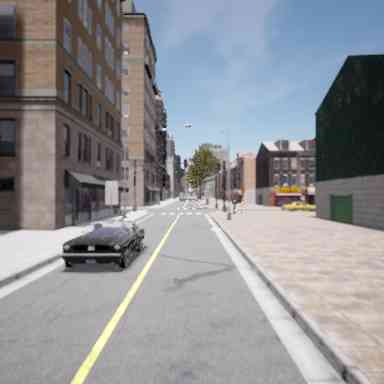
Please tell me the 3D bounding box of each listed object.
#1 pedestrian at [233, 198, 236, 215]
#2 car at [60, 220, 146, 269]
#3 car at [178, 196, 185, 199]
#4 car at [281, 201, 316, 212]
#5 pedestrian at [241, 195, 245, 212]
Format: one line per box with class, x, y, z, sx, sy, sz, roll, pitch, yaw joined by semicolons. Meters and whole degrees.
pedestrian;4.500;1.502;35.502;0.375;1.860;0.375;0;-1;0
car;-2.852;1.679;11.626;1.895;1.301;4.718;0;0;0
car;-2.775;1.624;92.527;1.812;1.442;4.674;0;0;0
car;13.878;1.846;42.279;4.829;1.417;1.752;0;-1;0
pedestrian;5.500;1.264;36.105;0.375;1.860;0.375;0;-1;0
